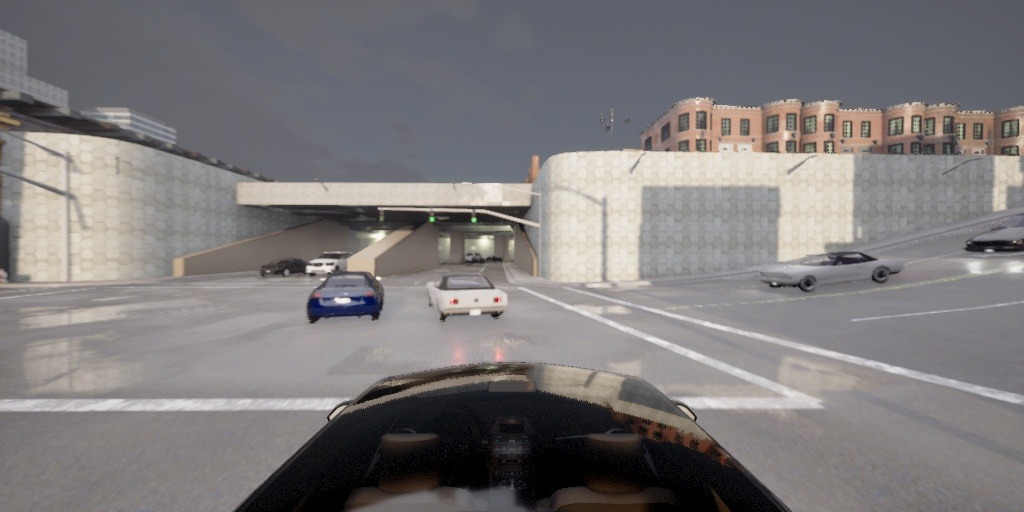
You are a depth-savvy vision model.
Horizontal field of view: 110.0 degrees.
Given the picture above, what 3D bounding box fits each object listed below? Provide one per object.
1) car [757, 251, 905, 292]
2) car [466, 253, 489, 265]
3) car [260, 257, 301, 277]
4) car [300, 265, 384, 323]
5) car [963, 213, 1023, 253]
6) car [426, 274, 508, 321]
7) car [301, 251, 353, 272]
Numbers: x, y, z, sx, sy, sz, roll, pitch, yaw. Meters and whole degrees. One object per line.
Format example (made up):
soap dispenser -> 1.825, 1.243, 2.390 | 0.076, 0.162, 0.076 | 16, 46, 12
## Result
car -> 12.843, 0.554, 14.685 | 4.718, 1.301, 1.895 | -7, 1, -1
car -> -5.816, 0.698, 60.887 | 2.033, 1.411, 5.357 | 0, 1, 5
car -> -18.794, 0.883, 29.967 | 1.882, 1.535, 5.008 | 0, 1, -2
car -> -5.289, 1.179, 11.750 | 1.994, 1.385, 4.181 | 0, 1, -19
car -> 22.242, -1.209, 14.891 | 5.357, 1.411, 2.033 | -13, 1, -1
car -> -1.733, 1.234, 11.970 | 1.895, 1.301, 4.718 | 0, 1, -19
car -> -15.326, 0.628, 30.826 | 2.150, 2.045, 5.566 | 0, 1, -3
